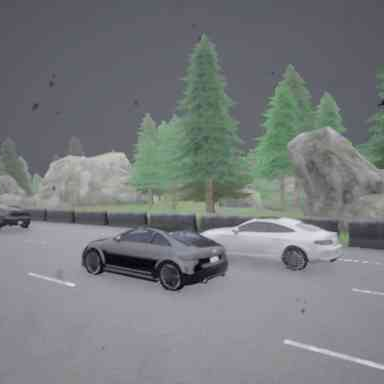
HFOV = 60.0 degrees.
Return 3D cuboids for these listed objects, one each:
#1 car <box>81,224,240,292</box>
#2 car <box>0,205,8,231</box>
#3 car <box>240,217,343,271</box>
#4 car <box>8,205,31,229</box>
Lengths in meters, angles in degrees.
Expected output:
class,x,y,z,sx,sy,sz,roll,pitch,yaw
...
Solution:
class,x,y,z,sx,sy,sz,roll,pitch,yaw
car,-1.094,1.577,9.069,4.181,1.385,1.994,0,0,35
car,-7.830,1.248,9.586,5.566,2.045,2.150,0,0,36
car,2.375,1.535,10.895,4.674,1.442,1.812,0,0,35
car,-12.257,1.616,21.319,4.892,1.490,1.837,-1,0,35
